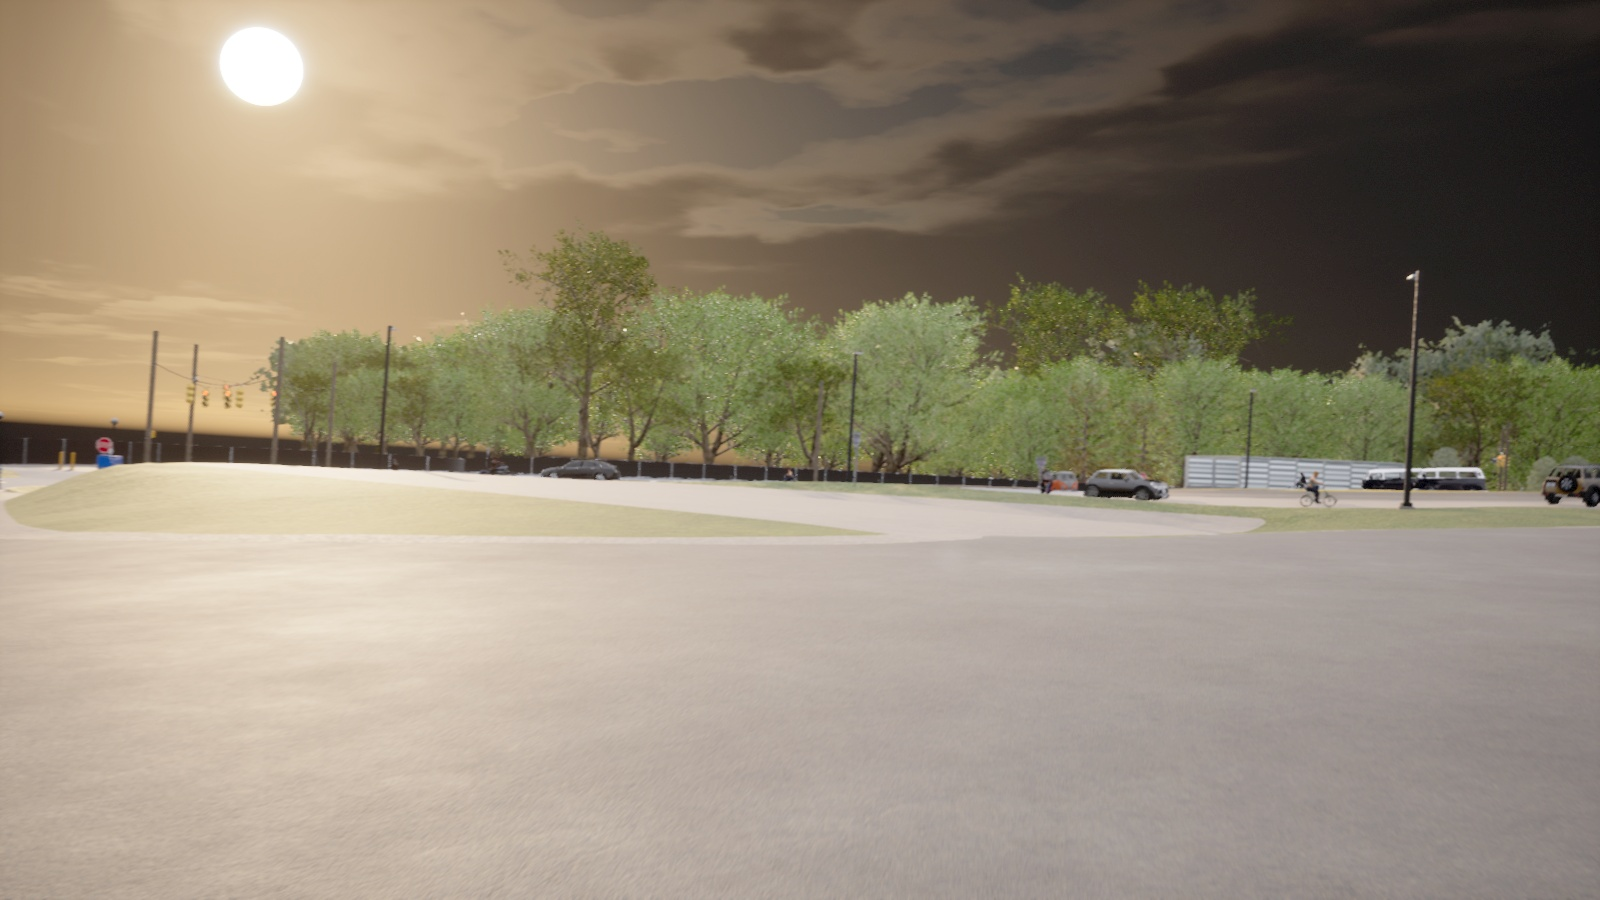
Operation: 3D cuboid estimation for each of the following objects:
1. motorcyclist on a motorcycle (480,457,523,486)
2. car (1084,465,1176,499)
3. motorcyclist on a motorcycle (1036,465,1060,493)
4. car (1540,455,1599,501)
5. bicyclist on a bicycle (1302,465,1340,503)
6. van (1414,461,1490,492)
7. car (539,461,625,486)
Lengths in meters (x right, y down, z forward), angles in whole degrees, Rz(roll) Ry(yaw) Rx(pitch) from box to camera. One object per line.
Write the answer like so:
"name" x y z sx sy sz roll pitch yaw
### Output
"motorcyclist on a motorcycle" -17.365 1.261 73.091 2.350 1.649 0.766 1 -2 17
"car" 15.951 1.521 60.751 3.806 1.475 1.970 1 2 37
"motorcyclist on a motorcycle" 13.853 1.607 70.154 0.866 1.530 2.191 0 -1 -1
"car" 34.551 1.191 54.611 4.605 1.855 1.932 0 2 -28
"bicyclist on a bicycle" 23.165 1.522 55.806 1.509 1.612 0.866 -1 3 23
"van" 44.685 1.832 86.123 4.480 2.038 2.069 0 -2 23
"car" -13.386 1.434 77.298 4.892 1.490 1.837 0 -1 3
